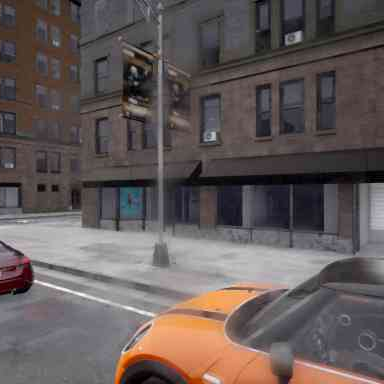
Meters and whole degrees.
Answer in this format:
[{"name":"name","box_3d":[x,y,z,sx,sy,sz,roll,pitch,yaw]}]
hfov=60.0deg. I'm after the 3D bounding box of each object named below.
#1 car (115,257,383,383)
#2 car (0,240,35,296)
[{"name":"car","box_3d":[1.486,1.352,2.627,4.553,1.767,2.097,0,0,35]},{"name":"car","box_3d":[-5.456,1.564,7.558,4.181,1.385,1.994,0,0,36]}]
